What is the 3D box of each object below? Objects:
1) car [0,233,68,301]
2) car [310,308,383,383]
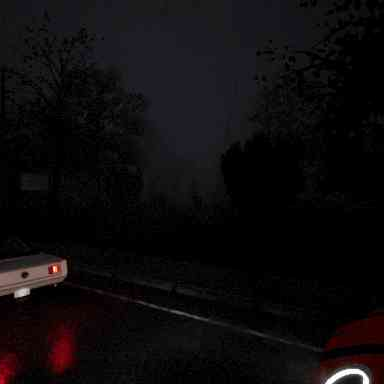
[{"bbox_3d":[-4.995,1.601,7.542,4.718,1.301,1.895,0,0,35],"label":"car"},{"bbox_3d":[3.030,1.352,1.867,4.553,1.767,2.097,0,0,35],"label":"car"}]
